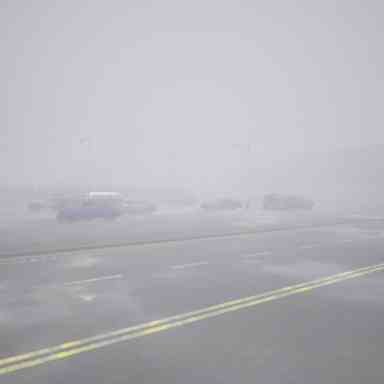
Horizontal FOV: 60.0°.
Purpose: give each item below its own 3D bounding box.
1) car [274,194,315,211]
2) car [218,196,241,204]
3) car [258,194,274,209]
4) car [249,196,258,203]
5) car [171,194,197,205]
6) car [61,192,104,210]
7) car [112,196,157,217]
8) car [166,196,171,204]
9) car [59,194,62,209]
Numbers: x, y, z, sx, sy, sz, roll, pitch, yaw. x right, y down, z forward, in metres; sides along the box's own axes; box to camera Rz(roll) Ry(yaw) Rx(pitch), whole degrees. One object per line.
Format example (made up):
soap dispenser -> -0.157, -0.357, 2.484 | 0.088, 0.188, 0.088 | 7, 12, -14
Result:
car -> 12.013, 1.201, 38.281 | 4.605, 1.855, 1.932 | 0, 0, -35
car -> 9.039, 1.670, 80.942 | 1.895, 1.301, 4.718 | 0, 0, -34
car -> 10.386, 1.203, 40.675 | 3.866, 1.878, 1.905 | 0, 0, -35
car -> 14.833, 1.618, 72.291 | 2.033, 1.411, 5.357 | 0, 0, -34
car -> -0.978, 1.196, 56.674 | 3.866, 1.878, 1.905 | 0, 0, -35
car -> -15.269, 1.162, 46.538 | 4.605, 1.855, 1.932 | 0, 0, -35
car -> -5.436, 1.410, 32.795 | 3.806, 1.475, 1.970 | 0, 0, -35
car -> -2.642, 1.434, 59.043 | 3.806, 1.475, 1.970 | 0, 0, -35
car -> -16.890, 1.371, 48.939 | 3.905, 1.438, 1.784 | 0, 0, -35
